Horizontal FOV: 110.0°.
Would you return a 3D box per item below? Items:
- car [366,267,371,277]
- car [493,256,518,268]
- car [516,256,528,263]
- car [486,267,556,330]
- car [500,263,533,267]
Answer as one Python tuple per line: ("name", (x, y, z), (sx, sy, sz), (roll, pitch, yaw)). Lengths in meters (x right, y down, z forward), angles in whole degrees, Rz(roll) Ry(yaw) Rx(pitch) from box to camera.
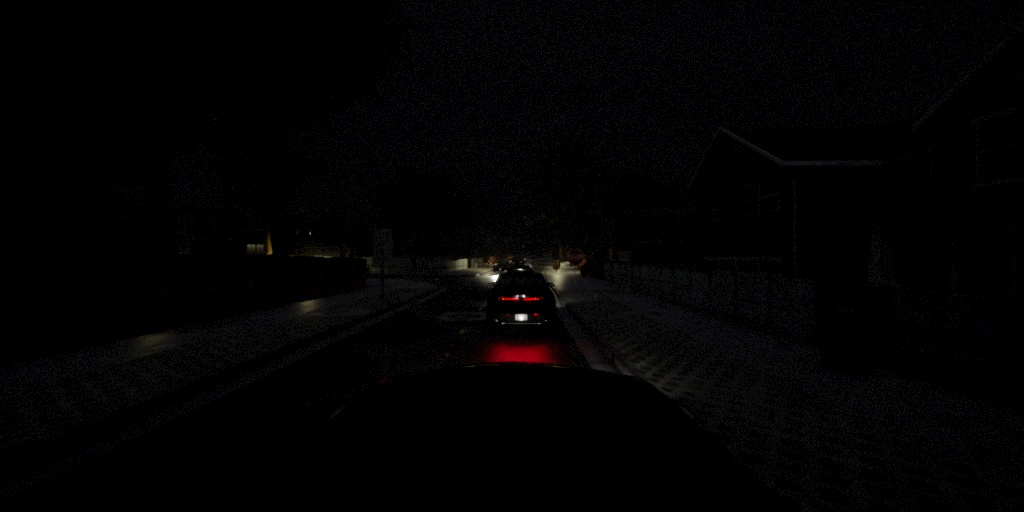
("car", (-13.075, 0.932, 26.666), (5.008, 1.535, 1.882), (1, 0, 4))
("car", (-0.944, 1.128, 39.998), (2.128, 1.511, 4.902), (0, 1, 7))
("car", (0.748, 0.860, 54.681), (2.097, 1.767, 4.553), (0, 0, 8))
("car", (0.282, 1.238, 11.043), (1.837, 1.490, 4.892), (0, 0, 1))
("car", (0.450, 1.282, 21.074), (1.994, 1.385, 4.181), (0, 0, -3))
